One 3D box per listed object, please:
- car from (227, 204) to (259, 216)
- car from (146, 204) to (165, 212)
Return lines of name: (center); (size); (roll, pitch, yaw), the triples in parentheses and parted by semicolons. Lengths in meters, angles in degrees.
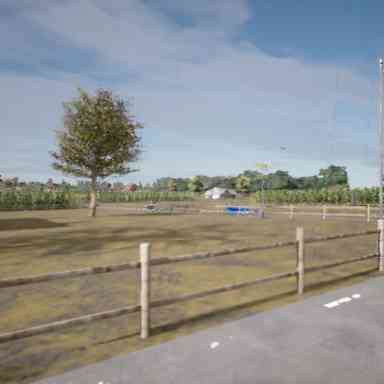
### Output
car: (6.708, 2.323, 43.976); (1.882, 1.535, 5.008); (3, -3, -35)
car: (-6.918, 2.947, 63.035); (2.128, 1.511, 4.902); (3, -3, -35)
